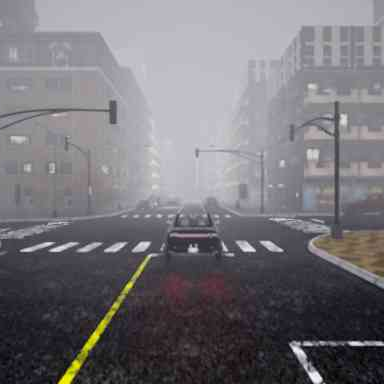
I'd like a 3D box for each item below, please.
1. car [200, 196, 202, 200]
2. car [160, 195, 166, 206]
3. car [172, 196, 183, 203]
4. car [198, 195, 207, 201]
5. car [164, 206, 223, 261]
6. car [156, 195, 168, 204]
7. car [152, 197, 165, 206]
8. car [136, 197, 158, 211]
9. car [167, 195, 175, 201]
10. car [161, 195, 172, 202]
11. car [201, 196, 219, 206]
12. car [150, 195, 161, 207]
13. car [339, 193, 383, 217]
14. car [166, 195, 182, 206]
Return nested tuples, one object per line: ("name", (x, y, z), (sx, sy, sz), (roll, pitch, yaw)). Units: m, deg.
("car", (2.692, 1.459, 51.854), (1.967, 1.590, 4.097), (0, 0, 0))
("car", (-5.688, 1.334, 51.852), (2.192, 1.841, 5.009), (0, 0, 0))
("car", (-2.995, 1.500, 70.675), (2.033, 1.411, 5.357), (0, 0, 0))
("car", (2.695, 1.598, 85.948), (2.008, 1.369, 4.403), (0, 0, 0))
("car", (0.053, 1.487, 12.213), (2.128, 1.511, 4.902), (0, 0, 0))
("car", (-5.687, 1.467, 63.217), (1.967, 1.590, 4.097), (0, 0, 0))
("car", (-5.687, 1.548, 57.365), (1.752, 1.417, 4.829), (0, 0, 0))
("car", (-5.688, 1.578, 40.487), (1.947, 1.339, 4.313), (0, 0, 0))
("car", (-5.685, 1.604, 91.629), (2.008, 1.369, 4.403), (0, 0, 0))
("car", (-5.686, 1.476, 74.583), (1.967, 1.590, 4.097), (0, 0, 0))
("car", (2.692, 1.456, 46.171), (1.967, 1.590, 4.097), (0, 0, 0))
("car", (-5.688, 1.540, 46.000), (1.752, 1.417, 4.829), (0, 0, 0))
("car", (14.561, 1.014, 26.801), (5.009, 1.841, 2.192), (-1, 1, 0))
("car", (-3.067, 1.621, 54.237), (1.895, 1.301, 4.718), (0, 0, 0))
